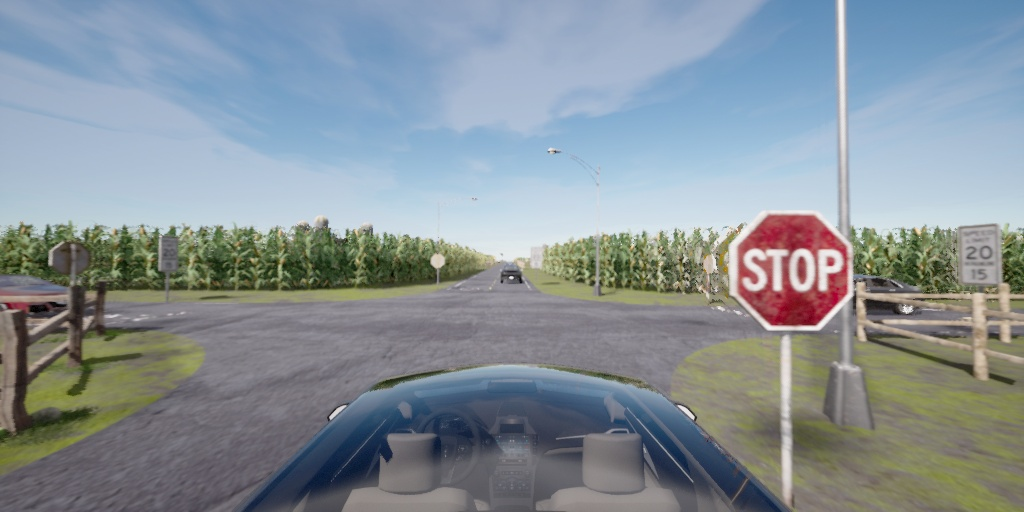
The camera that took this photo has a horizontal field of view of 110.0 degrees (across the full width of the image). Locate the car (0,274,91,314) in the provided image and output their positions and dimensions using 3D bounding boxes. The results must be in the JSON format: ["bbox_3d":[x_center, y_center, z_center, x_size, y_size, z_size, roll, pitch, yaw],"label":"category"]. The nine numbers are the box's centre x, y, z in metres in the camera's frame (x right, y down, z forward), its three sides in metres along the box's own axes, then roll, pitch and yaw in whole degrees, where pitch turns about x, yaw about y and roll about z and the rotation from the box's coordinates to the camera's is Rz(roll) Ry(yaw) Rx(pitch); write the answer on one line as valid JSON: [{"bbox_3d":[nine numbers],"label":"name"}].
[{"bbox_3d":[-16.574,1.300,11.658,4.181,1.385,1.994,0,-1,0],"label":"car"}]

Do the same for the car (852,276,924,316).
[{"bbox_3d":[13.498,1.528,14.458,4.892,1.490,1.837,1,-1,0],"label":"car"}]

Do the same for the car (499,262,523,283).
[{"bbox_3d":[-0.070,1.589,32.440,1.837,1.490,4.892,0,-1,0],"label":"car"}]
